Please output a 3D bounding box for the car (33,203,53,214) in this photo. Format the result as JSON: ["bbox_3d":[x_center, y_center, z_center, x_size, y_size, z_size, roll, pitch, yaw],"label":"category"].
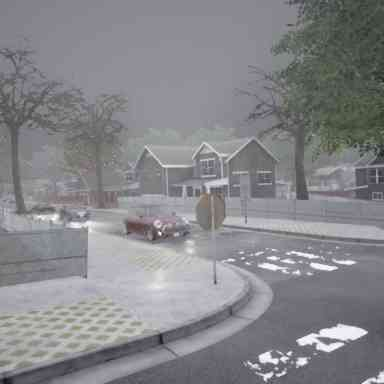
[{"bbox_3d":[-18.434,2.013,41.491,1.895,1.301,4.718,-3,1,-35],"label":"car"}]

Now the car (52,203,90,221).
[{"bbox_3d":[-10.907,1.786,30.667,2.128,1.511,4.902,-3,1,-35],"label":"car"}]

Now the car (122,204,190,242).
[{"bbox_3d":[-2.066,1.519,18.053,2.097,1.767,4.553,-3,1,-35],"label":"car"}]
